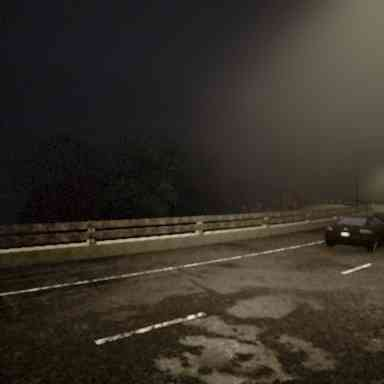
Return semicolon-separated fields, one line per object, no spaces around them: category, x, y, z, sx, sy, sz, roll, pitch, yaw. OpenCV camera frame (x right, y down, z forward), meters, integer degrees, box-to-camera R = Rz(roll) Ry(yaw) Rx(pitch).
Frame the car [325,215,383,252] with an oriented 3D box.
car;7.682;1.708;14.913;4.181;1.385;1.994;1;0;-44
